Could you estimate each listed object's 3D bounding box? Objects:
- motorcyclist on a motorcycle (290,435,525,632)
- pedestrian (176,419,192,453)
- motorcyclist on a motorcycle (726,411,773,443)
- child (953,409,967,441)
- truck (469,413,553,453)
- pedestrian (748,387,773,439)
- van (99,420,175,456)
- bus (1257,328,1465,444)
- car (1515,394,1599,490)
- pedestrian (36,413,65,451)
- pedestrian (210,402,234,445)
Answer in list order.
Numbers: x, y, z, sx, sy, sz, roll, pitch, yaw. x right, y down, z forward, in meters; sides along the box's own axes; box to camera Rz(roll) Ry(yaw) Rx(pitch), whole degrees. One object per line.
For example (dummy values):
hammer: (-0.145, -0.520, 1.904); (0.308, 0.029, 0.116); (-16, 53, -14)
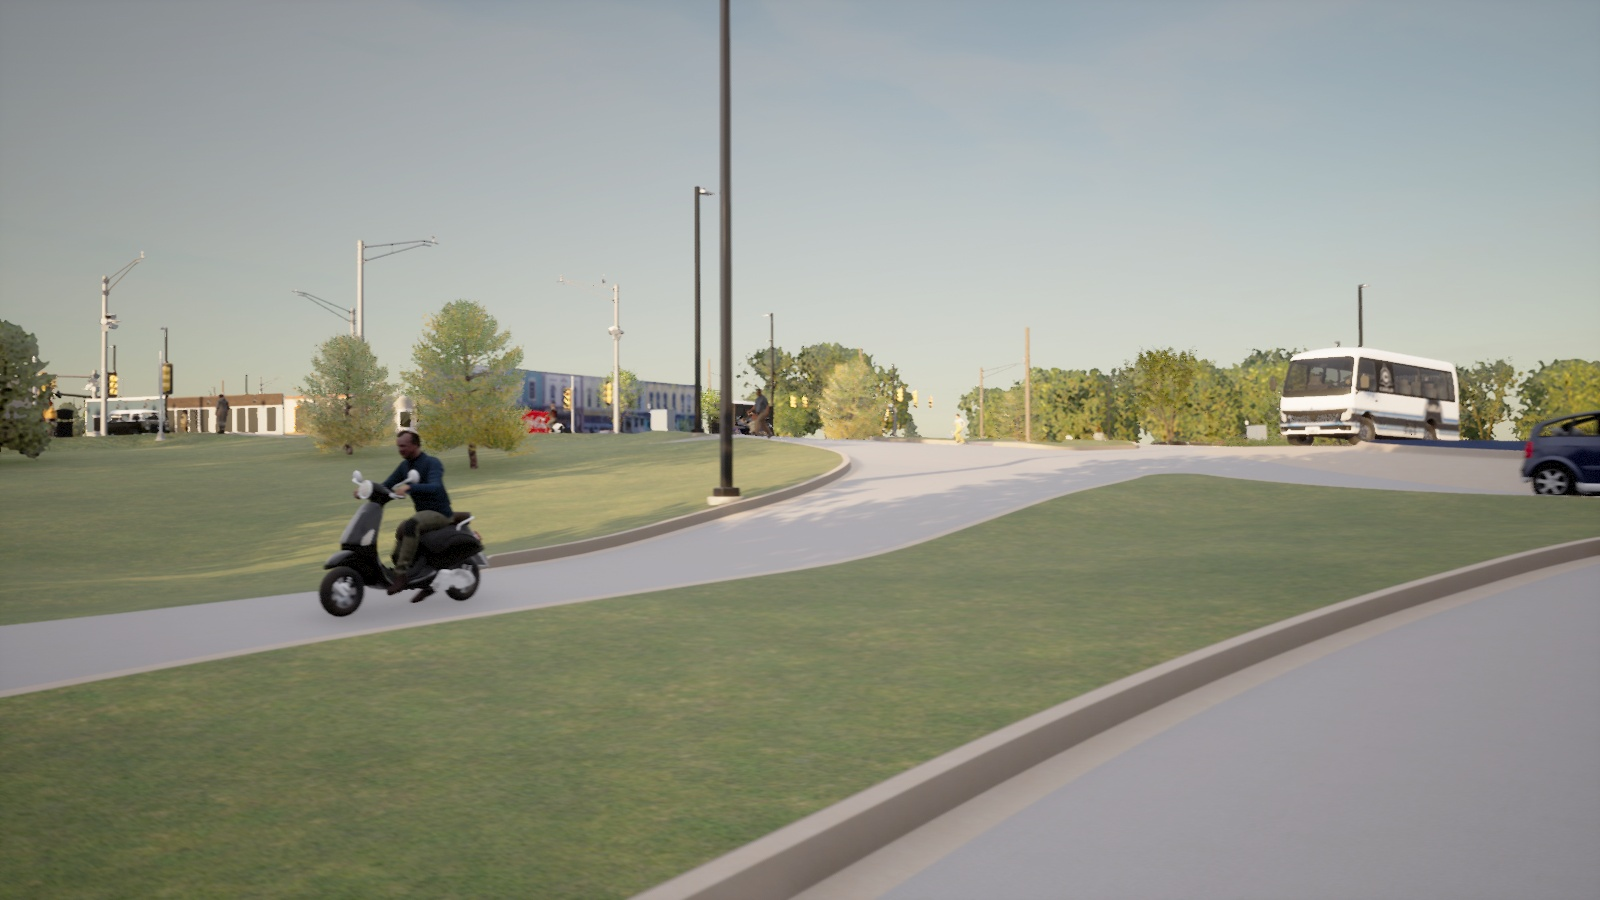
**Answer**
motorcyclist on a motorcycle: (-3.447, 0.682, 11.178); (0.866, 1.590, 1.817); (-2, 0, 33)
pedestrian: (-34.692, -0.793, 70.757); (0.396, 1.930, 0.692); (-2, -1, 38)
motorcyclist on a motorcycle: (-2.541, -1.144, 62.647); (2.191, 1.530, 0.866); (0, 0, 26)
child: (6.269, -0.981, 49.322); (0.437, 1.263, 0.270); (-1, -1, -31)
truck: (-19.527, -1.118, 85.004); (2.627, 2.467, 5.204); (-2, -2, 32)
pedestrian: (-1.419, -1.312, 44.953); (0.694, 1.848, 0.540); (-1, -1, -30)
van: (-39.878, -0.690, 75.550); (4.480, 2.038, 2.069); (-2, -1, 33)
bus: (24.469, -2.555, 54.439); (10.273, 4.253, 3.944); (1, -2, -39)
car: (13.903, -0.137, 20.273); (1.789, 1.549, 3.705); (0, 0, -40)
pedestrian: (-37.913, -0.894, 63.514); (0.900, 1.855, 0.874); (-2, -1, 18)
pedestrian: (-26.850, -1.223, 58.323); (0.873, 1.952, 0.659); (-2, -1, 34)
